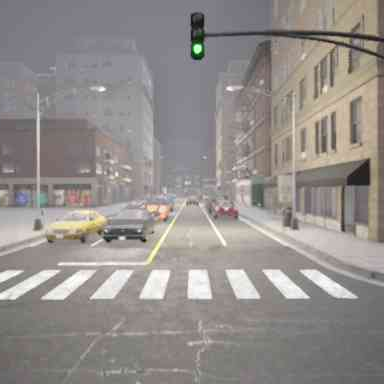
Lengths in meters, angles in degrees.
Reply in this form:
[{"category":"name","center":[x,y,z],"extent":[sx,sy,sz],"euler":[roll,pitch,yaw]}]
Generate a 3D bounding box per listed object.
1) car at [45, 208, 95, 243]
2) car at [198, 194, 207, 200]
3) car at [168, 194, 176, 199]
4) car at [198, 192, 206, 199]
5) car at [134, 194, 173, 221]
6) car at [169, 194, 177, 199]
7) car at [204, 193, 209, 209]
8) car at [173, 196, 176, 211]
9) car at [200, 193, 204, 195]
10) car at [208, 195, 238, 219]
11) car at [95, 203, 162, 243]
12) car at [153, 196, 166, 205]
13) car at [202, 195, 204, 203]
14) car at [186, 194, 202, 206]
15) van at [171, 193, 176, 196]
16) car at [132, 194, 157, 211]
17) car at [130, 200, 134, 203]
[{"category":"car","center":[-5.391,1.480,15.919],"extent":[1.752,1.417,4.829],"euler":[0,0,0]},{"category":"car","center":[2.627,1.253,84.032],"extent":[1.947,1.339,4.313],"euler":[0,0,0]},{"category":"car","center":[-5.398,1.239,89.693],"extent":[2.008,1.369,4.403],"euler":[0,0,0]},{"category":"car","center":[2.626,0.982,89.693],"extent":[2.192,1.841,5.009],"euler":[0,0,0]},{"category":"car","center":[-2.856,1.264,25.850],"extent":[2.097,1.767,4.553],"euler":[0,0,0]},{"category":"car","center":[-5.399,1.234,95.355],"extent":[1.947,1.339,4.313],"euler":[0,0,0]},{"category":"car","center":[2.632,1.185,33.074],"extent":[2.192,1.841,5.009],"euler":[0,0,0]},{"category":"car","center":[-2.850,1.421,36.258],"extent":[2.033,1.411,5.357],"euler":[0,0,0]},{"category":"car","center":[2.630,1.318,61.384],"extent":[2.008,1.369,4.403],"euler":[0,0,0]},{"category":"car","center":[2.633,1.331,27.412],"extent":[1.967,1.590,4.097],"euler":[0,0,0]},{"category":"car","center":[-2.852,1.494,16.202],"extent":[2.033,1.411,5.357],"euler":[0,0,0]},{"category":"car","center":[-5.395,1.391,55.723],"extent":[1.802,1.307,4.206],"euler":[0,0,0]},{"category":"car","center":[2.631,1.354,44.569],"extent":[1.752,1.417,4.829],"euler":[0,0,0]},{"category":"car","center":[0.098,1.418,49.439],"extent":[1.895,1.301,4.718],"euler":[0,0,0]},{"category":"van","center":[-5.398,1.070,78.369],"extent":[1.690,1.788,3.998],"euler":[0,0,0]},{"category":"car","center":[-5.394,1.186,38.736],"extent":[2.192,1.841,5.009],"euler":[0,0,0]},{"category":"car","center":[-5.393,1.443,33.075],"extent":[2.008,1.369,4.403],"euler":[0,0,0]}]
